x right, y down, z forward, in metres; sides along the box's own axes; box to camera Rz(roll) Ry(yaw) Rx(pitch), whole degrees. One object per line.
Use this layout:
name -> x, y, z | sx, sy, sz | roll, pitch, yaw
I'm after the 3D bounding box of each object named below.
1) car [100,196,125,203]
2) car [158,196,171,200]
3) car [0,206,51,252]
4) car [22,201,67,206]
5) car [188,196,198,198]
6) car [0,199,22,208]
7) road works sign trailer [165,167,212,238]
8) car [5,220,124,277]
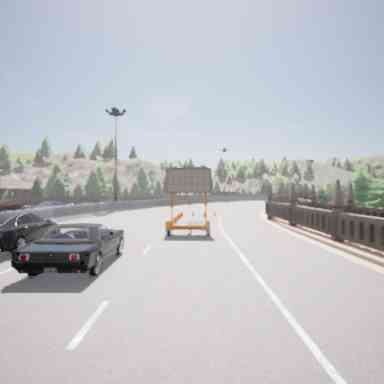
car -> -11.990, 1.376, 50.589 | 2.097, 1.767, 4.553 | 0, 0, 19
car -> -5.458, 1.632, 72.959 | 1.895, 1.301, 4.718 | 0, 0, 31
car -> -6.897, 1.508, 13.049 | 1.837, 1.490, 4.892 | 0, 0, 0
car -> -13.095, 1.534, 30.555 | 1.812, 1.442, 4.674 | 0, 0, 8
car -> 0.137, 1.552, 68.717 | 1.994, 1.385, 4.181 | 0, 0, 31
car -> -19.593, 1.499, 34.390 | 1.882, 1.535, 5.008 | 0, 0, 9
road works sign trailer -> -0.149, 0.468, 17.586 | 2.380, 3.560, 2.880 | 0, 0, 3
car -> -3.401, 1.603, 10.217 | 1.895, 1.301, 4.718 | 0, 0, 0
